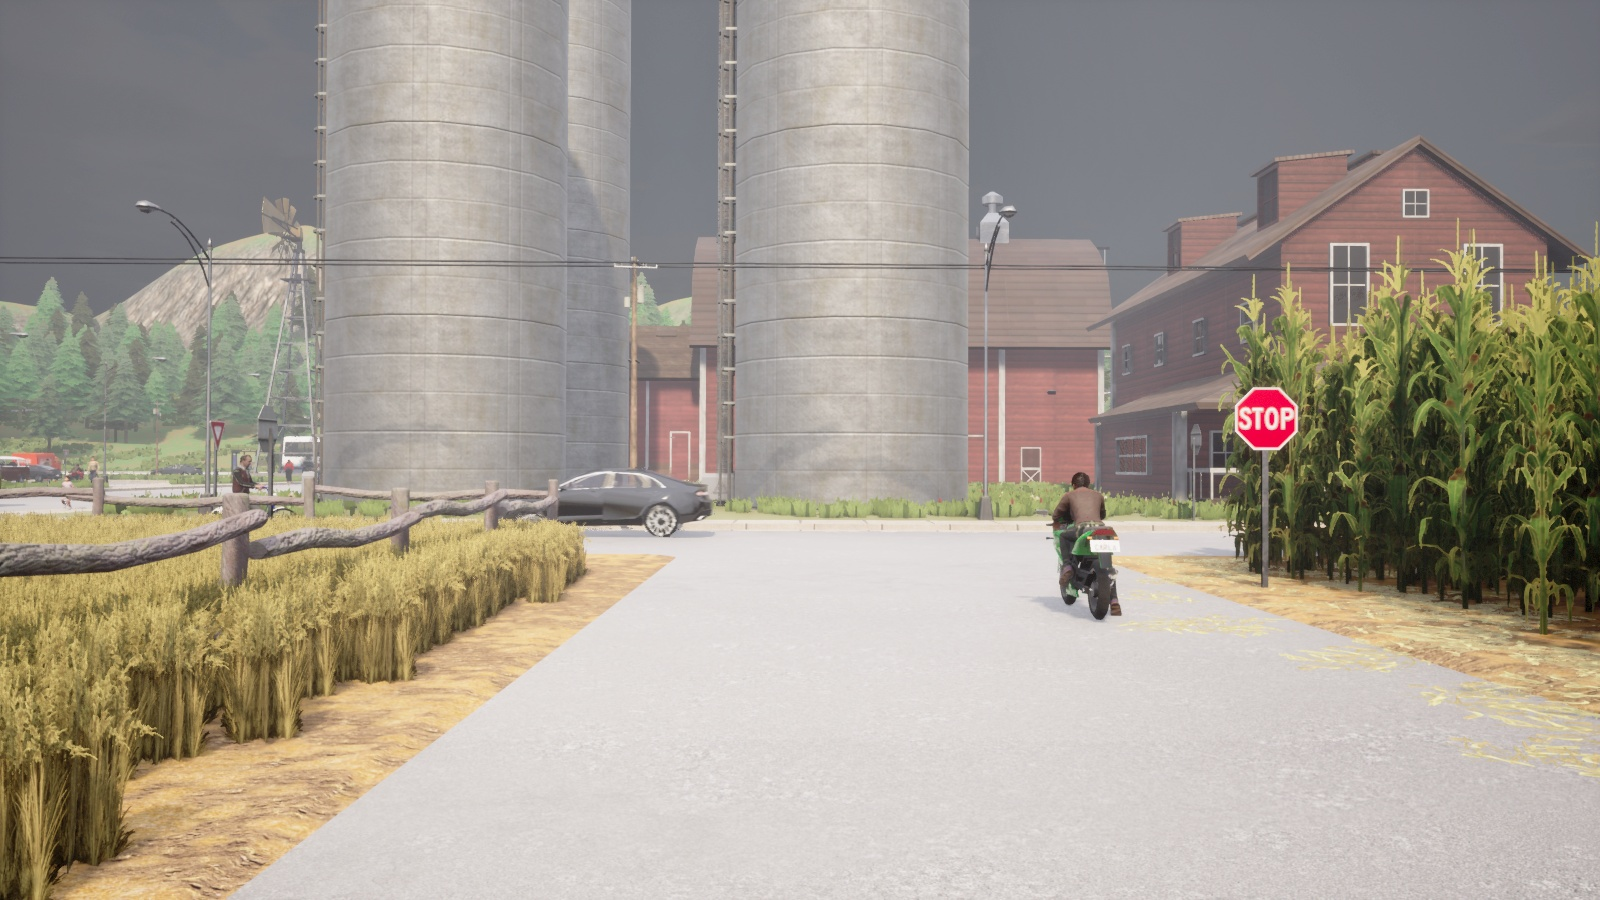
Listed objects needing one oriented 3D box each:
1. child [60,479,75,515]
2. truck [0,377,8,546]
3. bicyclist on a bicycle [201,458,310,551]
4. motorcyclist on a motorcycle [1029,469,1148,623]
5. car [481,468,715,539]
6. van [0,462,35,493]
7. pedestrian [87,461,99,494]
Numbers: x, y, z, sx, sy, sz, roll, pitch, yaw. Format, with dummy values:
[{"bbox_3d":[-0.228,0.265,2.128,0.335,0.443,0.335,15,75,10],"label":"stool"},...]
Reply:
[{"bbox_3d":[-22.487,1.444,38.562,0.255,1.110,0.394,0,-1,-5],"label":"child"},{"bbox_3d":[-20.380,0.241,24.555,7.936,3.462,2.891,0,-1,0],"label":"truck"},{"bbox_3d":[-10.658,1.056,24.603,1.843,1.776,0.659,0,-1,0],"label":"bicyclist on a bicycle"},{"bbox_3d":[3.064,0.973,13.560,0.797,1.523,2.044,0,-1,0],"label":"motorcyclist on a motorcycle"},{"bbox_3d":[-4.422,1.161,28.124,4.902,1.511,2.128,0,-1,0],"label":"car"},{"bbox_3d":[-52.719,1.810,82.651,2.069,2.038,4.480,0,-1,-1],"label":"van"},{"bbox_3d":[-39.022,1.519,69.337,0.345,1.836,0.594,0,-1,-3],"label":"pedestrian"}]
